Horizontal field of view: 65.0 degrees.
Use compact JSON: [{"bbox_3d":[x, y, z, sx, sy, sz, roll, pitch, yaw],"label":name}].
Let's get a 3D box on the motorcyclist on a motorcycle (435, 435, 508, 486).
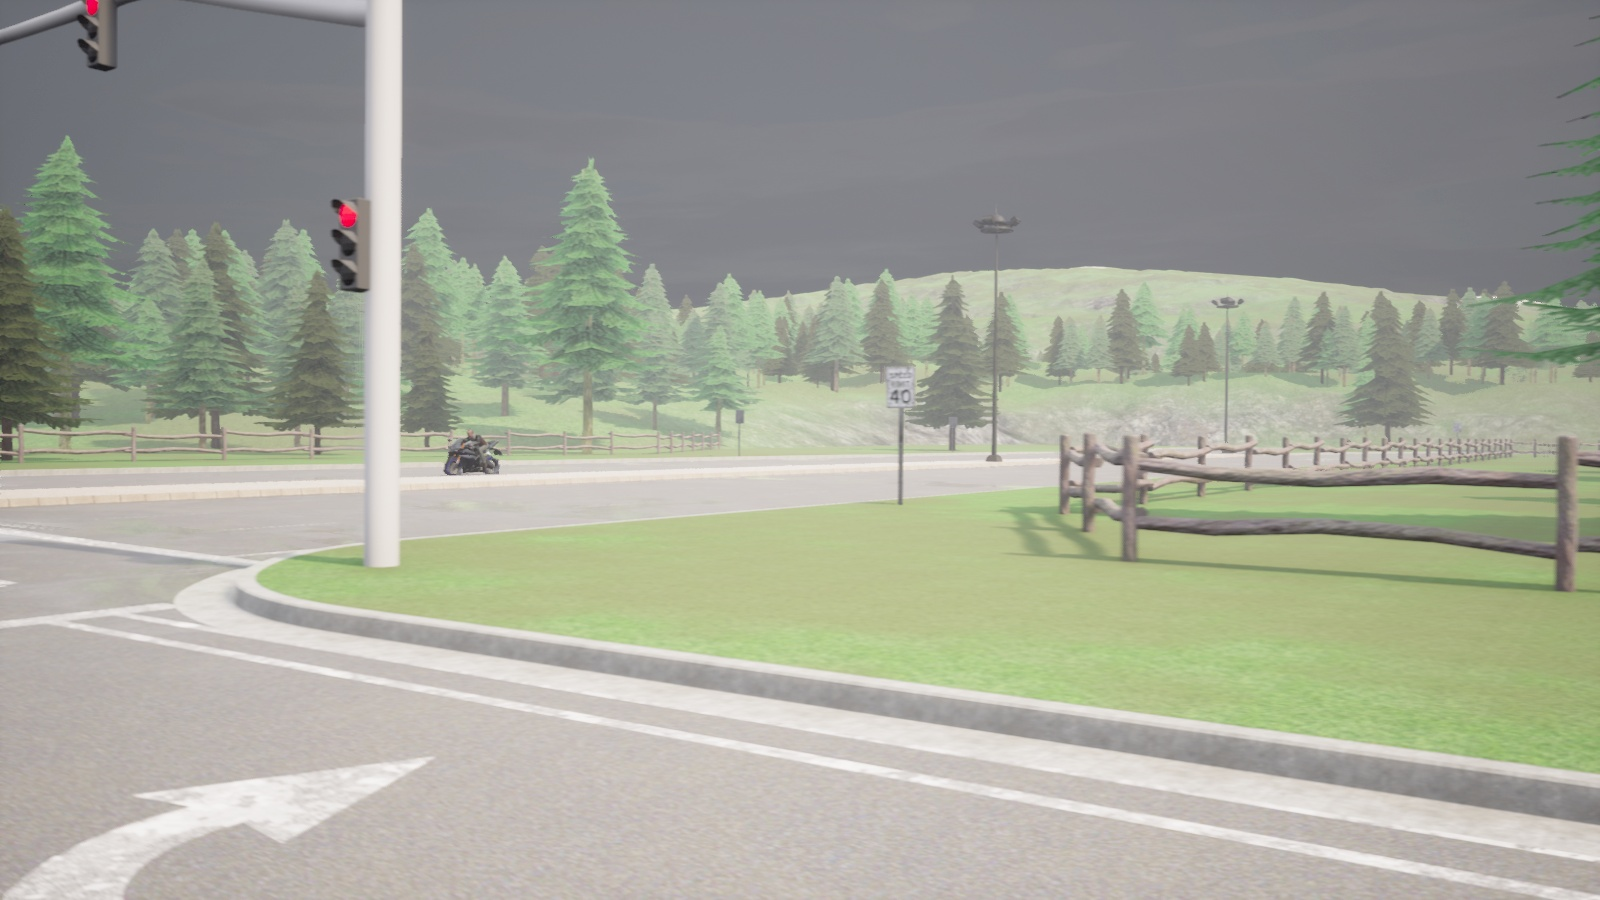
[{"bbox_3d":[-10.261,0.316,39.294,0.866,1.530,2.191,0,1,33],"label":"motorcyclist on a motorcycle"}]
